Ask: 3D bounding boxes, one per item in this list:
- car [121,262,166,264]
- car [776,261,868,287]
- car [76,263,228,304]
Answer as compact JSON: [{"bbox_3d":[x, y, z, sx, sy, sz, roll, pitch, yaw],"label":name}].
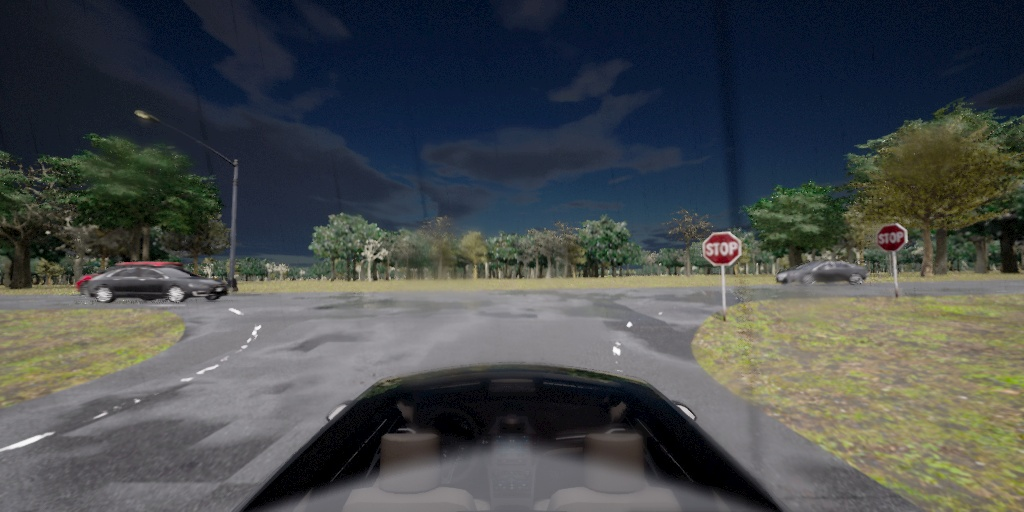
[{"bbox_3d":[-23.184,1.430,22.114,5.566,2.045,2.150,-1,-3,1],"label":"car"},{"bbox_3d":[19.144,1.102,22.299,4.902,1.511,2.128,-1,-3,-1],"label":"car"},{"bbox_3d":[-14.681,1.200,15.013,4.892,1.490,1.837,-1,-3,1],"label":"car"}]
